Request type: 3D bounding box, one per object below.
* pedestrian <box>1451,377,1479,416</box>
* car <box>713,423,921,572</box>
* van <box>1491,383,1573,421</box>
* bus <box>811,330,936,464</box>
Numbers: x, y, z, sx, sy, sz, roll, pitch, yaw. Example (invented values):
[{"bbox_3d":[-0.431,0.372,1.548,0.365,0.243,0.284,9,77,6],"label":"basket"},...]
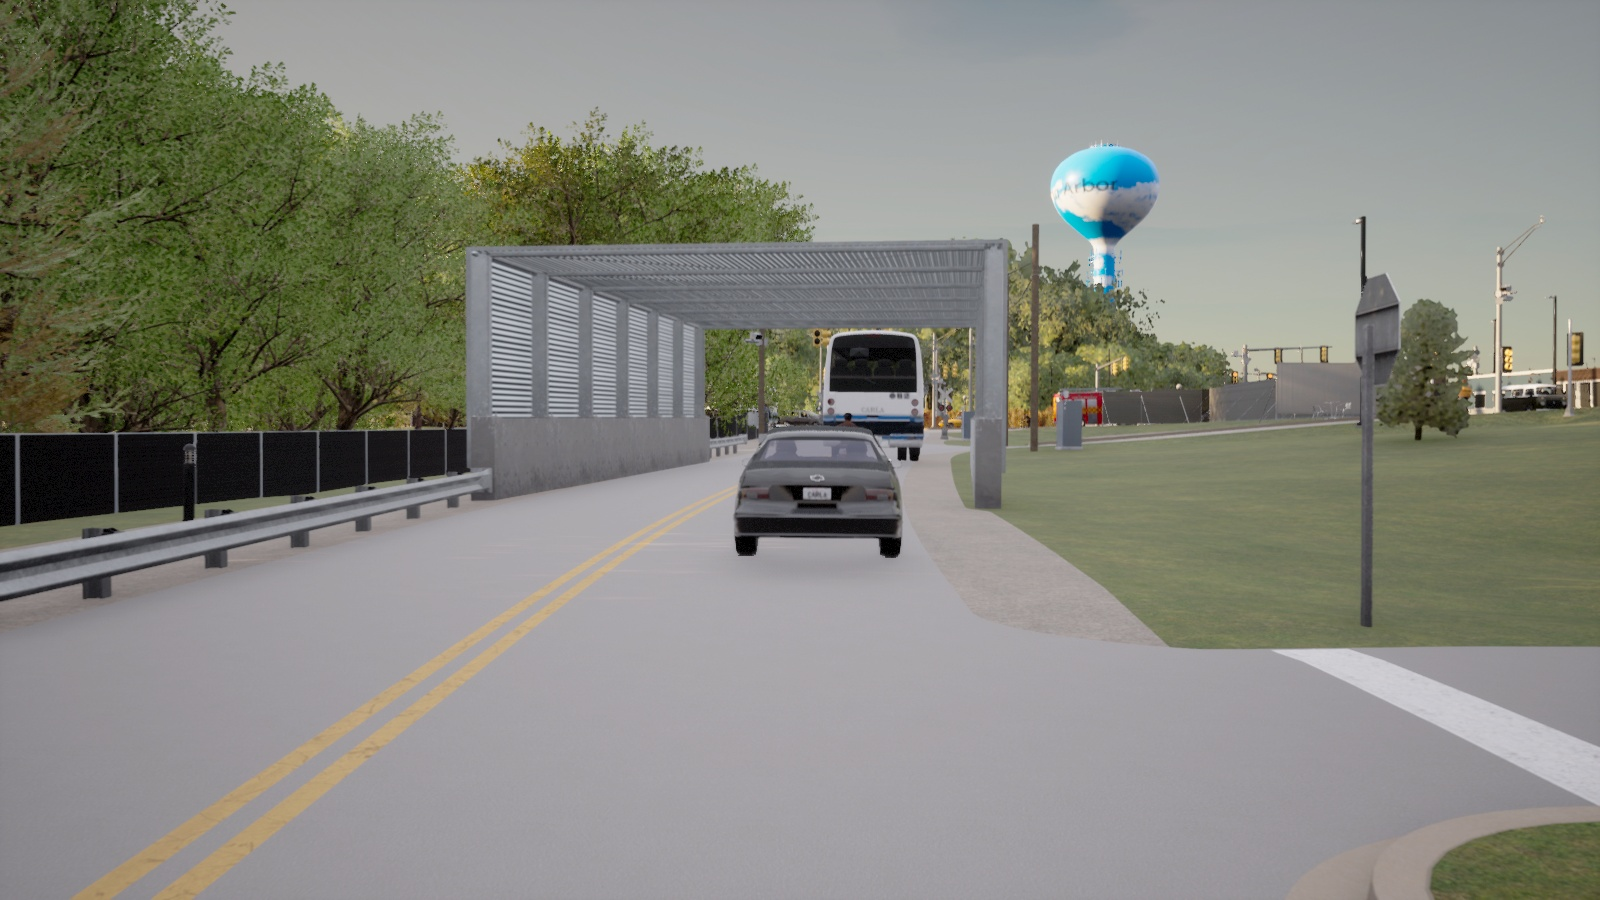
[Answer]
[{"bbox_3d":[32.972,-2.651,62.261,0.874,1.855,0.900,0,0,-7],"label":"pedestrian"},{"bbox_3d":[0.244,0.405,15.017,2.033,1.411,5.357,1,2,2],"label":"car"},{"bbox_3d":[41.825,-2.703,71.875,2.069,2.038,4.480,0,0,-1],"label":"van"},{"bbox_3d":[2.820,-1.842,45.197,3.944,4.253,10.273,1,2,5],"label":"bus"}]
